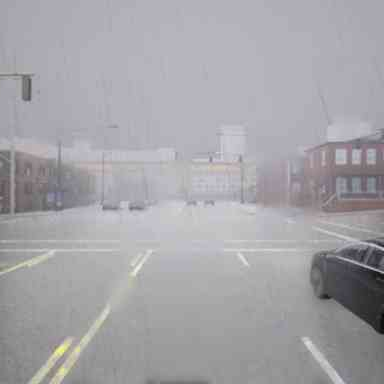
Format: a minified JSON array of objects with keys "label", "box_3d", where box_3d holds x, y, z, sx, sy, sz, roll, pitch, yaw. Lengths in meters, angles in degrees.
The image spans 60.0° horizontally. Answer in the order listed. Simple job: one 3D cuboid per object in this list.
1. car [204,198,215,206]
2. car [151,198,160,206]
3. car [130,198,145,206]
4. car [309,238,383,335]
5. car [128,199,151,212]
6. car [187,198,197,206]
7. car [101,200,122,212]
[{"label":"car","box_3d":[3.457,1.931,66.165,1.837,1.490,4.892,0,0,0]},{"label":"car","box_3d":[-7.059,1.895,62.174,2.128,1.511,4.902,0,0,0]},{"label":"car","box_3d":[-10.542,1.965,64.334,2.033,1.411,5.357,0,0,0]},{"label":"car","box_3d":[3.574,1.529,5.681,2.128,1.511,4.902,0,0,0]},{"label":"car","box_3d":[-7.113,1.835,44.197,2.033,1.411,5.357,0,0,0]},{"label":"car","box_3d":[-0.043,1.921,66.158,2.128,1.511,4.902,0,0,0]},{"label":"car","box_3d":[-10.609,1.792,44.240,1.837,1.490,4.892,0,0,0]}]
